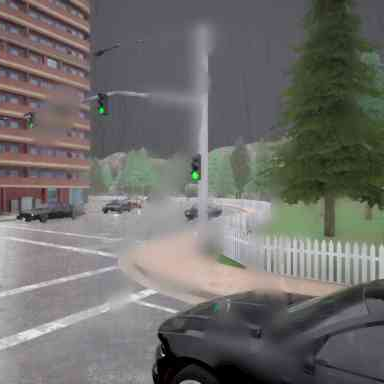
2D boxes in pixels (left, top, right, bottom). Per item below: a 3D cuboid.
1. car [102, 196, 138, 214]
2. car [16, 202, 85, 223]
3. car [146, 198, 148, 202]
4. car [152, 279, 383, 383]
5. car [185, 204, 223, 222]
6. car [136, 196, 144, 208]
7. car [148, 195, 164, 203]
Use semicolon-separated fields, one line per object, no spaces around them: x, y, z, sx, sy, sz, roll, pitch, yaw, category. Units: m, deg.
-7.802;1.492;35.393;2.033;1.411;5.357;0;0;7;car
-10.623;1.492;25.575;2.033;1.411;5.357;0;0;24;car
-11.785;1.470;68.730;4.674;1.442;1.812;0;0;44;car
1.890;1.478;2.641;5.008;1.535;1.882;0;0;36;car
1.049;1.545;26.046;1.895;1.301;4.718;0;0;18;car
-8.100;1.296;45.690;2.097;1.767;4.553;0;0;-11;car
-7.725;1.448;69.338;1.837;1.490;4.892;0;0;-42;car
